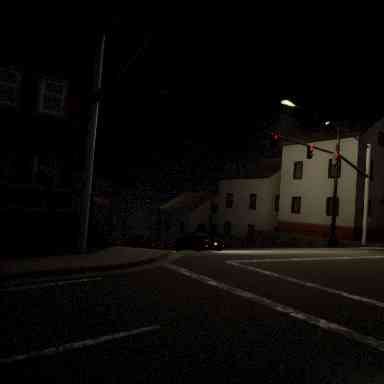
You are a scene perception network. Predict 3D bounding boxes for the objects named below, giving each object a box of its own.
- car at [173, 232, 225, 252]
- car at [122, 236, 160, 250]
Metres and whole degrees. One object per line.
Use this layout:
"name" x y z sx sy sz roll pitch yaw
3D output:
"car" 0.413 3.531 23.618 1.994 1.385 4.181 6 -12 -35
"car" -4.799 4.814 30.833 1.882 1.535 5.008 6 -15 -35
